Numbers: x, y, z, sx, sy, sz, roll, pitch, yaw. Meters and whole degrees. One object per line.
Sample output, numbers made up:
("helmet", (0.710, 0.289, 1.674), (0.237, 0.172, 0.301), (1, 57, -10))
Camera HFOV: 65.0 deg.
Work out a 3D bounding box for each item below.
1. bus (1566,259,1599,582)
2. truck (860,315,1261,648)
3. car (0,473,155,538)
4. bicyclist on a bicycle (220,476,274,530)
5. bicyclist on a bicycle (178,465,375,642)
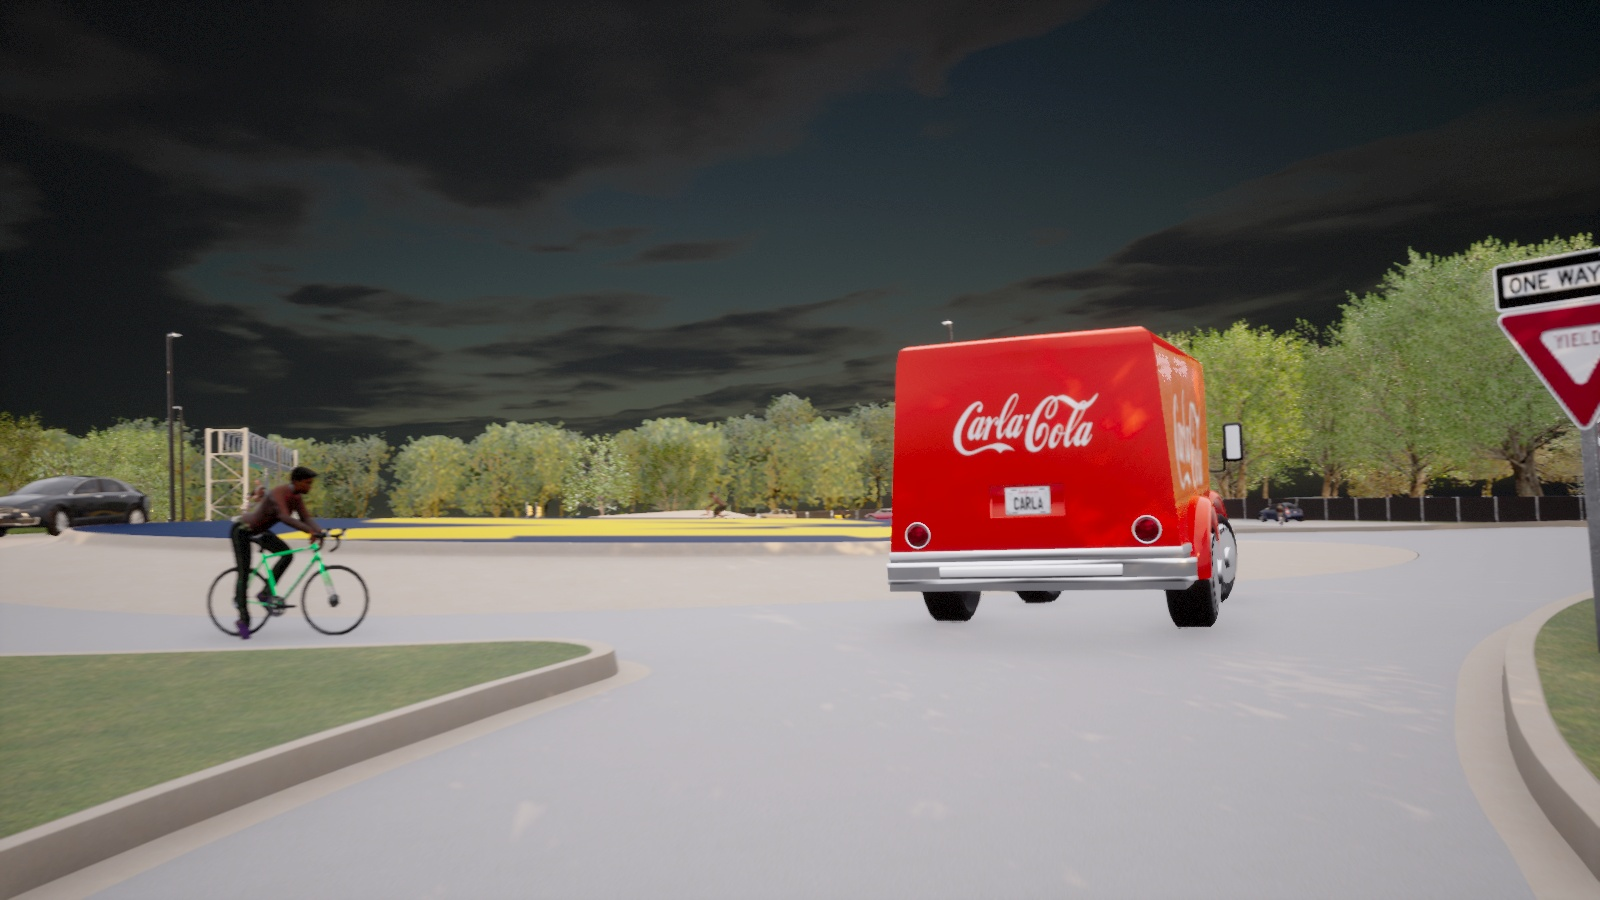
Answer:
("bus", (15.904, -0.544, 15.991), (10.273, 4.253, 3.944), (-1, -4, -11))
("truck", (2.818, 0.368, 12.223), (2.627, 2.467, 5.204), (-3, -3, 24))
("car", (-18.699, 1.393, 31.769), (1.837, 1.490, 4.892), (-2, -2, 6))
("bicyclist on a bicycle", (-18.894, 1.839, 42.956), (0.659, 1.776, 1.843), (-2, -4, 15))
("bicyclist on a bicycle", (-4.981, 0.983, 12.000), (1.656, 1.620, 0.582), (-1, -3, 6))
